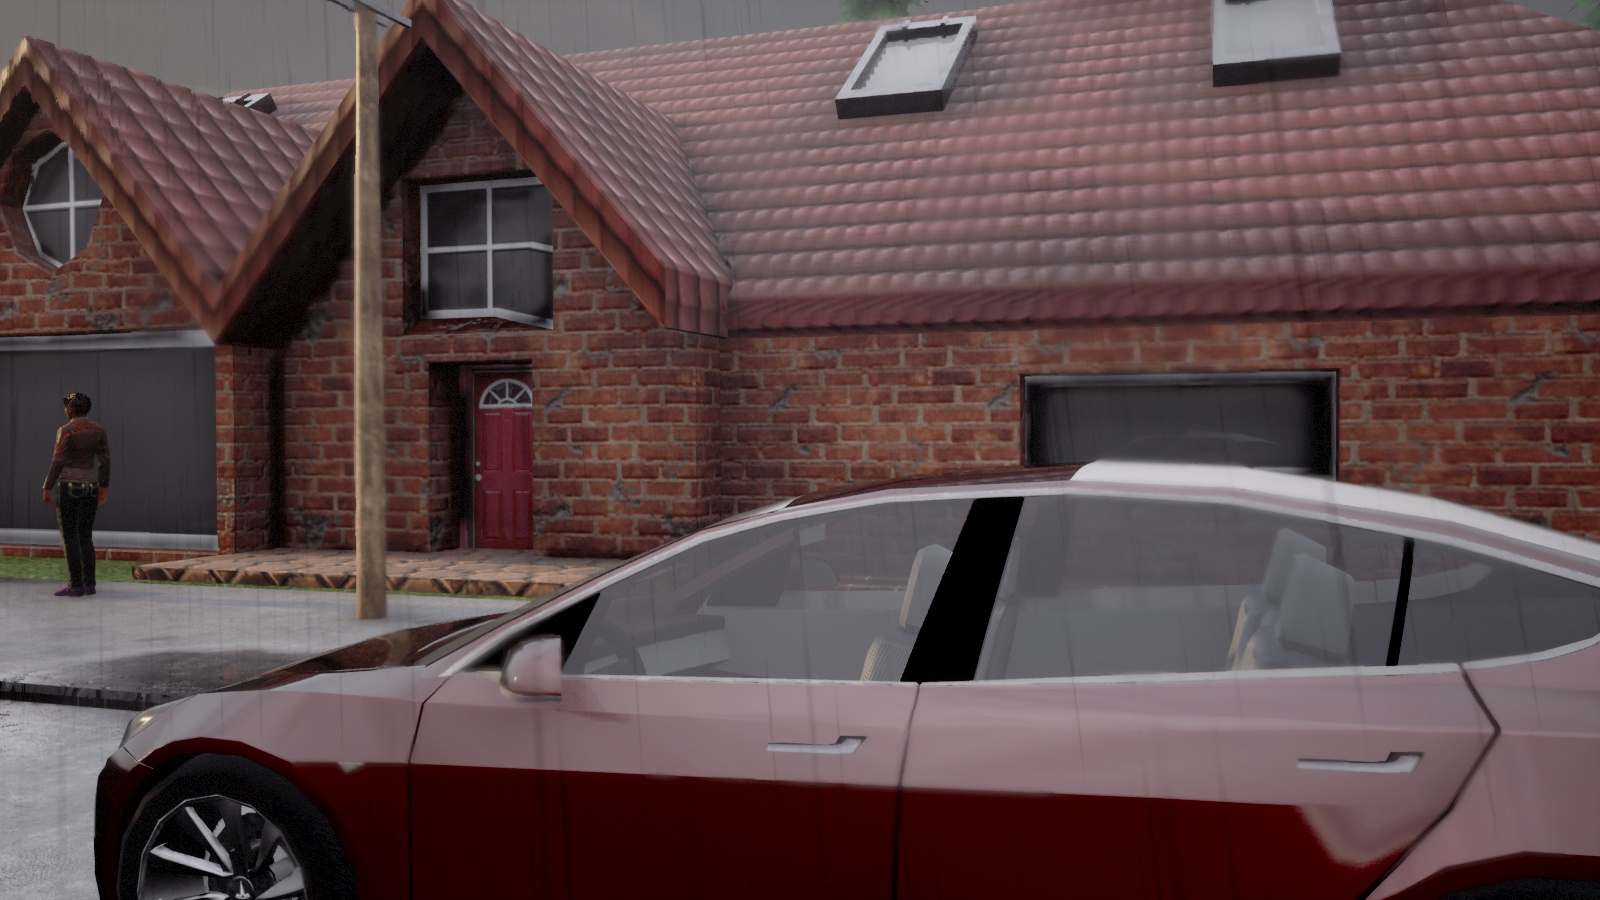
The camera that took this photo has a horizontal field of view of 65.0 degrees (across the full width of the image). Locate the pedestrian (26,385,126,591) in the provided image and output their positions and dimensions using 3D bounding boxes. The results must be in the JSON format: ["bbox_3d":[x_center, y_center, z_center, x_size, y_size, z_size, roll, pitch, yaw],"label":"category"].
[{"bbox_3d":[-6.524,0.331,11.313,0.869,1.805,0.328,1,1,24],"label":"pedestrian"}]

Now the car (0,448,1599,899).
[{"bbox_3d":[0.350,0.770,3.606,4.792,1.488,2.163,1,1,18],"label":"car"}]
